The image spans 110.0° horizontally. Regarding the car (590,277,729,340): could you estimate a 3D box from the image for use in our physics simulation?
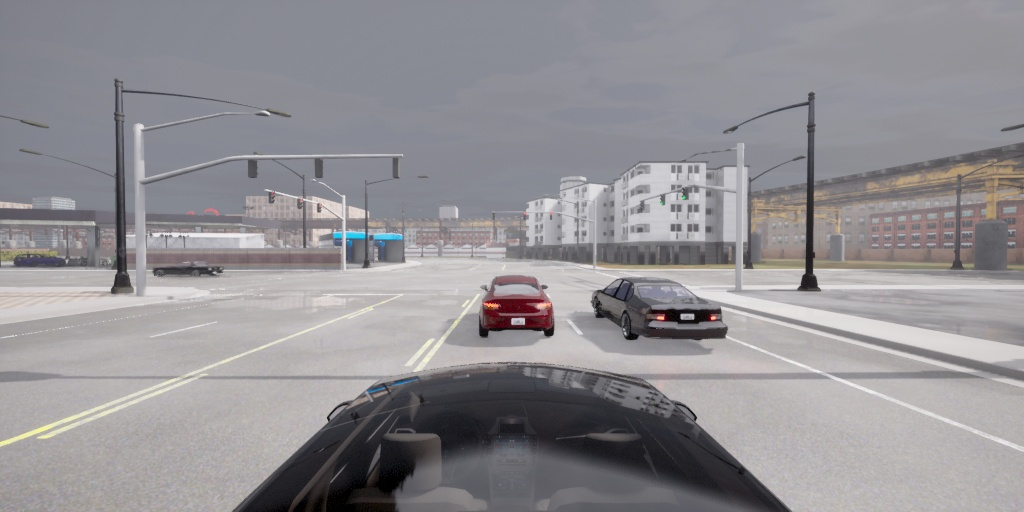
[{"bbox_3d":[3.588,1.282,9.852,2.033,1.411,5.357,0,0,0],"label":"car"}]

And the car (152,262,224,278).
[{"bbox_3d":[-27.513,1.132,30.479,4.718,1.301,1.895,0,1,-1],"label":"car"}]

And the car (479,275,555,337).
[{"bbox_3d":[0.077,1.256,10.139,1.812,1.442,4.674,0,0,-1],"label":"car"}]
